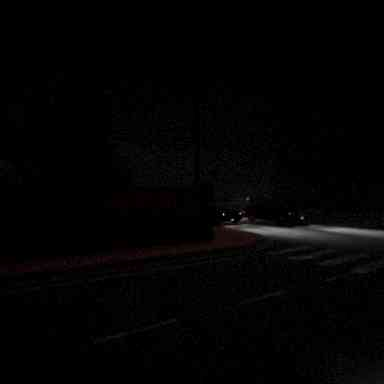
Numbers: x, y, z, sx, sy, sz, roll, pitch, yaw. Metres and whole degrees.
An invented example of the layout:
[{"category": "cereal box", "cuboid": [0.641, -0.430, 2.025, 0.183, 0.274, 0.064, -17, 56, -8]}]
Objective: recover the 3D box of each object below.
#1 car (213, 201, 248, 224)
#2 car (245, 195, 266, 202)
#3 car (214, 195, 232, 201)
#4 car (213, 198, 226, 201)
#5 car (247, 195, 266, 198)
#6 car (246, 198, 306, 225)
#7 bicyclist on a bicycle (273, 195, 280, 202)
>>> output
[{"category": "car", "cuboid": [1.513, 1.542, 23.971, 1.895, 1.301, 4.718, 0, 0, -33]}, {"category": "car", "cuboid": [13.743, 1.456, 71.938, 4.674, 1.442, 1.812, 0, 0, -35]}, {"category": "car", "cuboid": [6.060, 1.412, 65.328, 1.882, 1.535, 5.008, 0, 0, 40]}, {"category": "car", "cuboid": [0.974, 1.504, 31.341, 1.994, 1.385, 4.181, 0, 0, -30]}, {"category": "car", "cuboid": [13.848, 1.410, 67.682, 5.008, 1.535, 1.882, 0, 0, -35]}, {"category": "car", "cuboid": [5.818, 1.432, 23.778, 2.128, 1.511, 4.902, 0, 0, -35]}, {"category": "bicyclist on a bicycle", "cuboid": [9.845, 1.238, 39.176, 1.656, 1.620, 0.582, 0, 0, -25]}]
